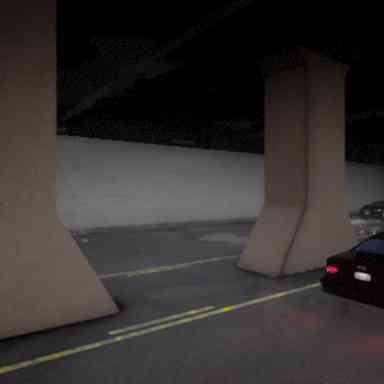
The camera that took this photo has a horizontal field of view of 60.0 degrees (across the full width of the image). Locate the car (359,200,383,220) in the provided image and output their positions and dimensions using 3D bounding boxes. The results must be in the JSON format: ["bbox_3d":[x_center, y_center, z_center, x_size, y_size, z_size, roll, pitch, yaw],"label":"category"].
[{"bbox_3d":[16.219,1.481,28.463,4.902,1.511,2.128,0,0,-35],"label":"car"}]

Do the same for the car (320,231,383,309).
[{"bbox_3d":[5.062,1.544,7.367,5.357,1.411,2.033,0,0,-36],"label":"car"}]
